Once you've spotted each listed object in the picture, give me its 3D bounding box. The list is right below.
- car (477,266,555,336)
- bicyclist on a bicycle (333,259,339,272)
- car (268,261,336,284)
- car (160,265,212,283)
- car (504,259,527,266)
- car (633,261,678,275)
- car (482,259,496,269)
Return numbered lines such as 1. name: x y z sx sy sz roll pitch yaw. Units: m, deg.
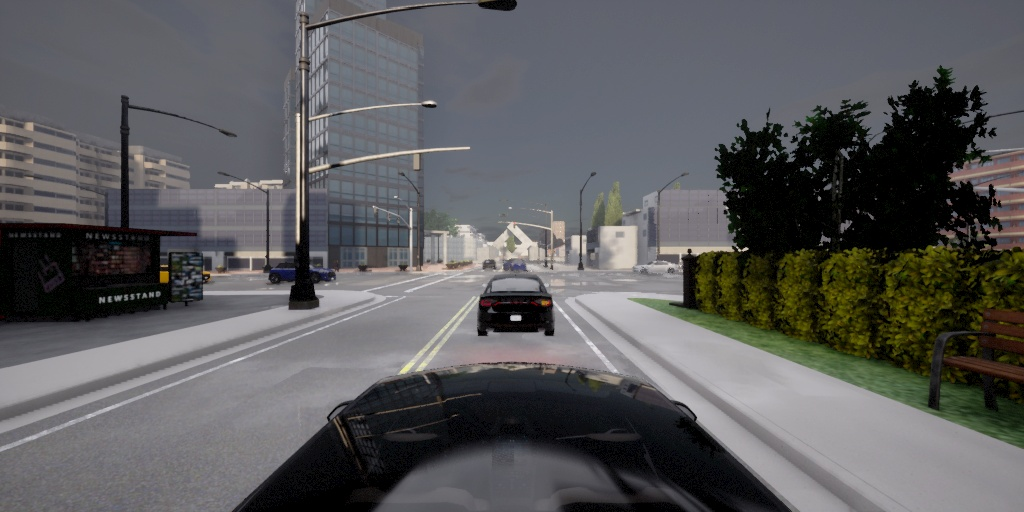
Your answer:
1. car: 0.110 1.228 10.434 1.882 1.535 5.008 0 0 1
2. bicyclist on a bicycle: -21.822 1.216 44.493 0.582 1.620 1.656 -1 0 0
3. car: -16.286 1.209 28.038 4.553 1.767 2.097 -1 0 0
4. car: -26.398 1.454 28.001 5.008 1.535 1.882 -1 0 0
5. car: 0.379 1.105 45.769 2.097 1.767 4.553 0 0 -15
6. car: 15.526 1.253 38.860 4.674 1.442 1.812 0 0 0
7. car: -3.380 1.227 54.216 1.882 1.535 5.008 0 0 0
